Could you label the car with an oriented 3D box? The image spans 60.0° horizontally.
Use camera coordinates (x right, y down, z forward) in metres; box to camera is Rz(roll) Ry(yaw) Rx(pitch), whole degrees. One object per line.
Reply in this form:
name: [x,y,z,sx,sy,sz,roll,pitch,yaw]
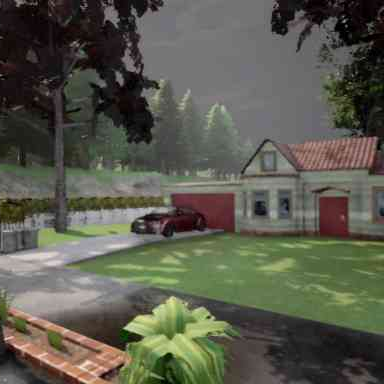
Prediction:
car: [-1.070,1.376,16.409,1.994,1.381,4.181,-1,0,36]
